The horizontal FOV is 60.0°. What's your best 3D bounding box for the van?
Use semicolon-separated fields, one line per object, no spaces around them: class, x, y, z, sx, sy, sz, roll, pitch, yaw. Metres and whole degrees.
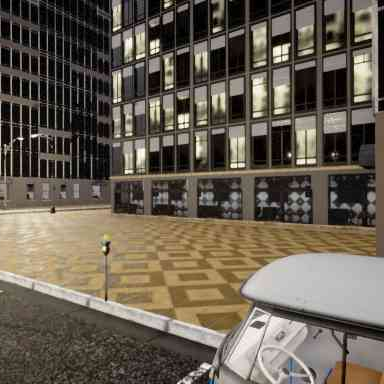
van;1.900;1.341;1.523;3.998;1.788;1.690;0;0;35
